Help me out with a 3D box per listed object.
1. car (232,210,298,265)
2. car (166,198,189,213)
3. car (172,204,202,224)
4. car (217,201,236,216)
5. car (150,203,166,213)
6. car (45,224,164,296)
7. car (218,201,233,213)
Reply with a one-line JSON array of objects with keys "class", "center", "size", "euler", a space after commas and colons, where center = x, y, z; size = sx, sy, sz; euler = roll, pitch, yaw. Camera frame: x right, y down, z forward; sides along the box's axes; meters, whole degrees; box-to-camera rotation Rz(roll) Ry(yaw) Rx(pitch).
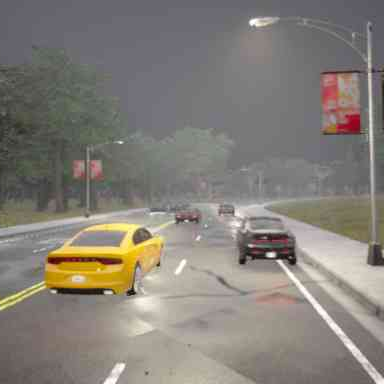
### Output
[{"class": "car", "center": [2.566, 1.644, 12.262], "size": [1.837, 1.490, 4.892], "euler": [-1, -1, 5]}, {"class": "car", "center": [-1.734, 1.874, 47.268], "size": [2.150, 2.045, 5.566], "euler": [-1, -1, 7]}, {"class": "car", "center": [-0.210, 1.976, 28.166], "size": [1.895, 1.301, 4.718], "euler": [-1, -1, 5]}, {"class": "car", "center": [3.957, 1.968, 37.994], "size": [2.128, 1.511, 4.902], "euler": [-1, -1, 6]}, {"class": "car", "center": [-4.807, 2.261, 48.543], "size": [1.994, 1.385, 4.181], "euler": [-1, -1, 7]}, {"class": "car", "center": [-2.040, 1.614, 9.133], "size": [1.882, 1.535, 5.008], "euler": [-1, -1, 6]}, {"class": "car", "center": [4.932, 2.082, 48.106], "size": [1.882, 1.535, 5.008], "euler": [-1, -1, 9]}]
